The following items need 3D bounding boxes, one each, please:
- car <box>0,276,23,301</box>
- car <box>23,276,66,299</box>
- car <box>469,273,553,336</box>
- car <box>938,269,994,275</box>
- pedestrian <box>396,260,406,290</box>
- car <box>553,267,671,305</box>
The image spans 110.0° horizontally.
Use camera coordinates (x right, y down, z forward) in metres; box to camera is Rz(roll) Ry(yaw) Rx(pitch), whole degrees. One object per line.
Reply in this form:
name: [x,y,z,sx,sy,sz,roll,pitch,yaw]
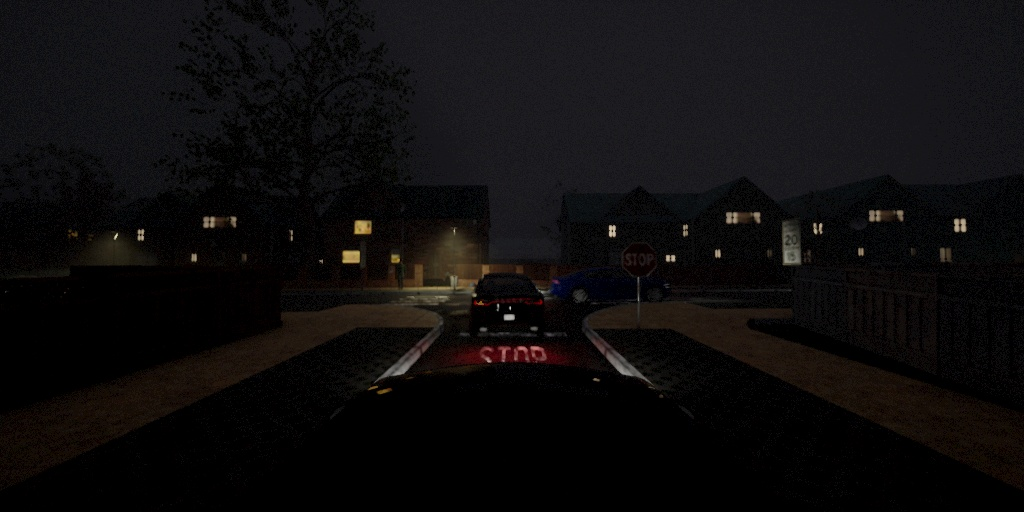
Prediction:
car: [-25.808,1.575,15.859,5.357,1.411,2.033,-1,-1,1]
car: [-26.783,1.714,18.821,4.718,1.301,1.895,-1,-1,1]
car: [-0.245,1.225,10.547,1.882,1.535,5.008,0,0,-4]
car: [21.710,1.172,18.103,4.674,1.442,1.812,0,-1,1]
pedestrian: [-6.677,1.111,21.444,0.375,1.860,0.375,0,-1,1]
car: [4.164,1.206,15.406,5.008,1.535,1.882,-1,-1,1]
